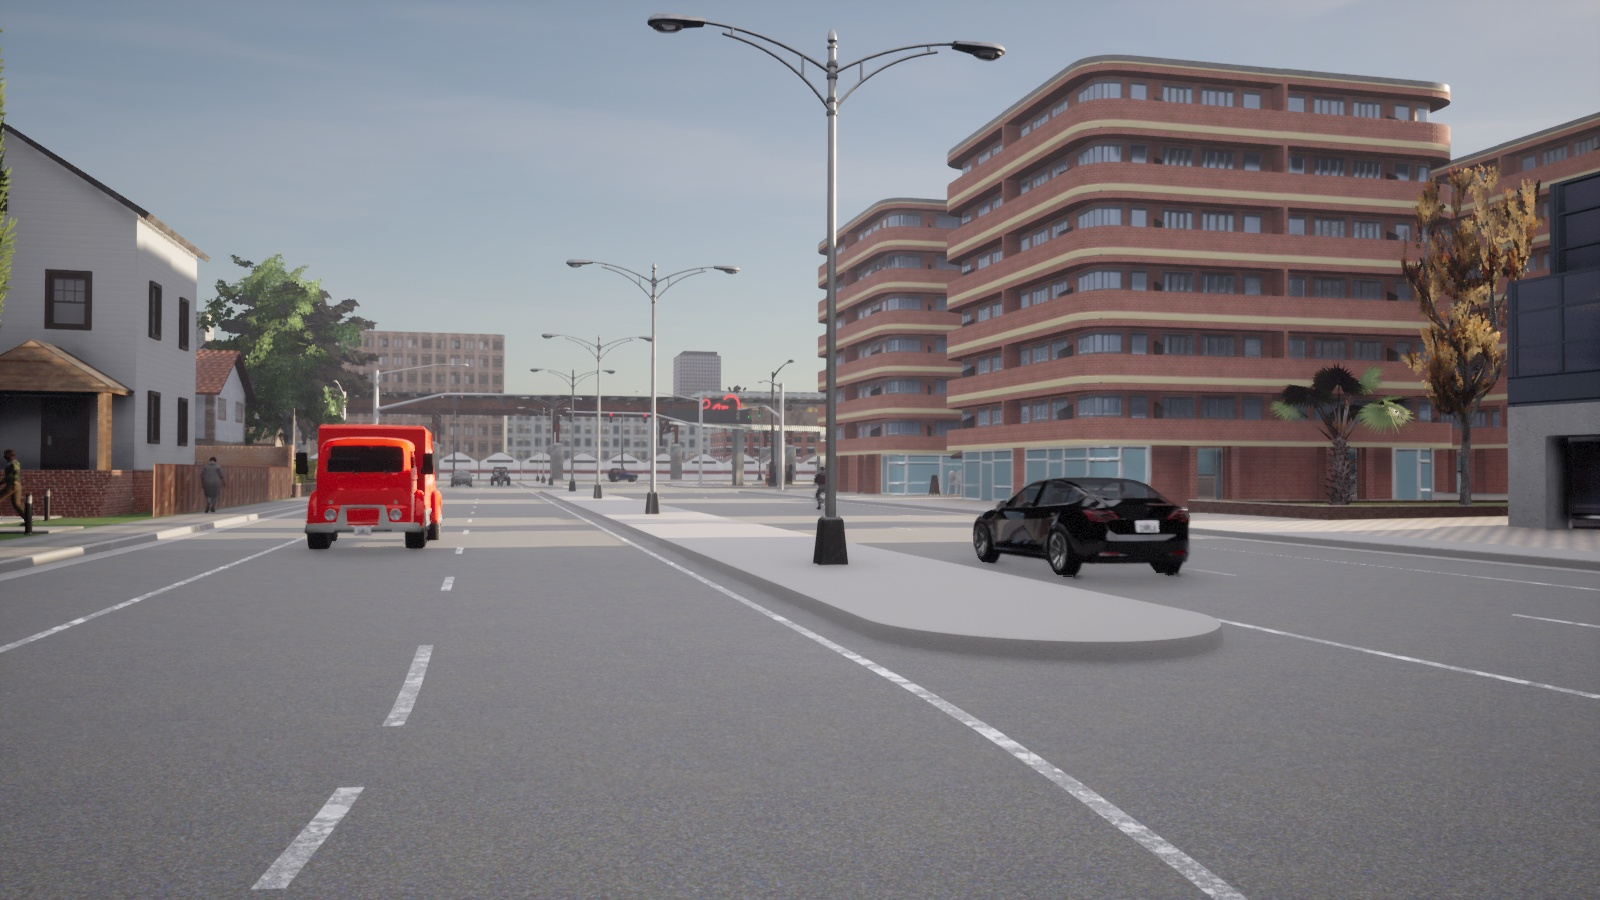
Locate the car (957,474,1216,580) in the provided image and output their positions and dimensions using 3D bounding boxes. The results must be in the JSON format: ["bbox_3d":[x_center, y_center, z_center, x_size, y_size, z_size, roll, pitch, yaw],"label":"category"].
[{"bbox_3d":[4.440,1.140,20.422,2.163,1.488,4.792,0,-1,-14],"label":"car"}]

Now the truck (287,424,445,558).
[{"bbox_3d":[-8.781,0.799,25.944,2.627,2.467,5.204,0,-1,-14],"label":"truck"}]

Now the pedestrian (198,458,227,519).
[{"bbox_3d":[-18.862,1.223,40.333,0.659,1.952,0.873,0,-1,-13],"label":"pedestrian"}]

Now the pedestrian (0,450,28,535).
[{"bbox_3d":[-18.224,0.978,28.899,0.692,1.930,0.395,0,-1,-14],"label":"pedestrian"}]
